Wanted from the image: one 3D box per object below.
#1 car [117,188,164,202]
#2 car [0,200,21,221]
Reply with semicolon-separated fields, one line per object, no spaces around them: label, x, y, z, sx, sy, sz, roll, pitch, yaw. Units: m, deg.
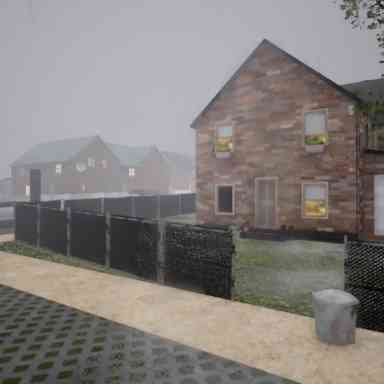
car;-4.887;0.638;32.224;2.150;2.045;5.566;0;1;34
car;-12.284;1.256;21.202;1.812;1.442;4.674;0;2;36
